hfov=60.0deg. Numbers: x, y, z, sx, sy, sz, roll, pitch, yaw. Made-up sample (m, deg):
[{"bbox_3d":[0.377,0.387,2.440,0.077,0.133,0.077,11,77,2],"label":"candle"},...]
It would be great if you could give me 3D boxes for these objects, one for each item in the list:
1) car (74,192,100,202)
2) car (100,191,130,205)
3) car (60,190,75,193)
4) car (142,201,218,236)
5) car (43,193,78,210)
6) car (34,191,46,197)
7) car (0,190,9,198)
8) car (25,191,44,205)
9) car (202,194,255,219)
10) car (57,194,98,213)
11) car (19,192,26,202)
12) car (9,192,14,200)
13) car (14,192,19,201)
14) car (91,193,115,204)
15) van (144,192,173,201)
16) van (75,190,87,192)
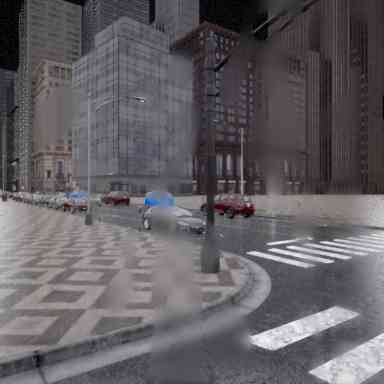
[{"bbox_3d":[-14.436,1.002,46.042,1.895,1.301,4.718,0,1,-36],"label":"car"},{"bbox_3d":[-9.919,0.765,44.155,2.192,1.841,5.009,1,0,-35],"label":"car"},{"bbox_3d":[-21.860,0.778,56.445,1.812,1.442,4.674,0,1,-35],"label":"car"},{"bbox_3d":[-1.015,1.366,16.991,2.008,1.369,4.403,1,0,-35],"label":"car"},{"bbox_3d":[-13.696,1.074,34.766,2.008,1.369,4.403,1,0,-35],"label":"car"},{"bbox_3d":[-38.461,0.495,84.155,1.887,1.381,4.507,0,0,-36],"label":"car"},{"bbox_3d":[-39.062,0.611,70.319,1.947,1.339,4.313,1,0,-36],"label":"car"},{"bbox_3d":[-20.038,0.940,43.655,2.008,1.369,4.403,1,0,-36],"label":"car"},{"bbox_3d":[2.765,1.049,26.377,2.192,1.841,5.009,1,0,-35],"label":"car"},{"bbox_3d":[-10.526,1.139,30.323,1.887,1.381,4.507,1,0,-35],"label":"car"},{"bbox_3d":[-23.209,0.875,48.100,2.008,1.369,4.403,1,0,-35],"label":"car"},{"bbox_3d":[-29.550,0.748,56.987,1.887,1.381,4.507,1,0,-36],"label":"car"},{"bbox_3d":[-26.377,0.702,52.543,1.967,1.590,4.097,1,0,-36],"label":"car"},{"bbox_3d":[-13.094,0.934,48.600,2.008,1.369,4.403,1,0,-35],"label":"car"},{"bbox_3d":[-3.577,0.930,35.266,1.690,1.788,3.998,1,0,-35],"label":"van"},{"bbox_3d":[-19.433,0.598,57.489,1.690,1.788,3.998,1,0,-35],"label":"van"}]
